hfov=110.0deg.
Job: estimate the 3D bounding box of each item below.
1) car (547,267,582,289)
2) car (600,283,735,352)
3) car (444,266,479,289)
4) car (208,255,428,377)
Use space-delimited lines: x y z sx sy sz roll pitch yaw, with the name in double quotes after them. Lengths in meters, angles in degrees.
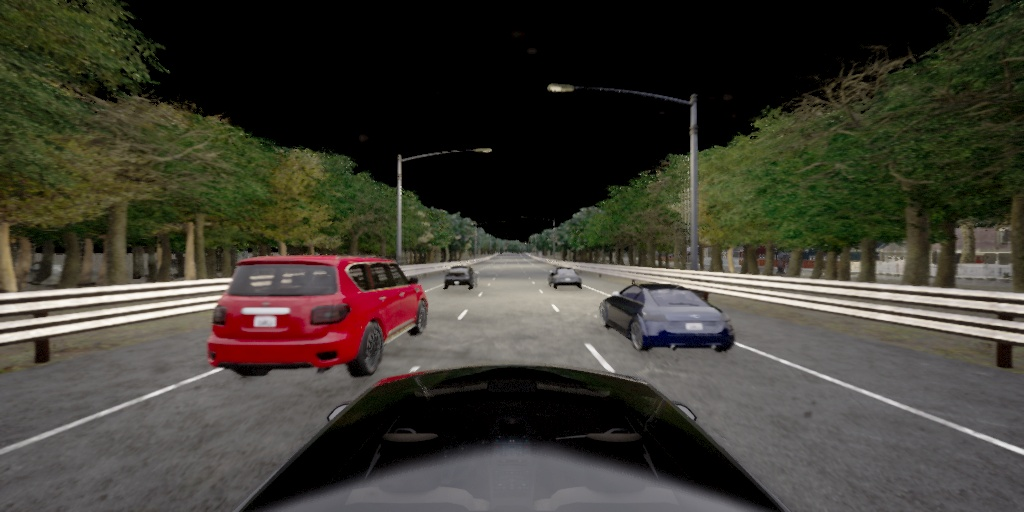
3.599 1.482 25.054 1.994 1.385 4.181 0 0 0 "car"
3.600 1.374 9.089 1.994 1.385 4.181 0 0 0 "car"
-3.399 1.419 24.485 1.837 1.490 4.892 0 0 0 "car"
-3.399 1.020 7.620 2.150 2.045 5.566 0 0 0 "car"
